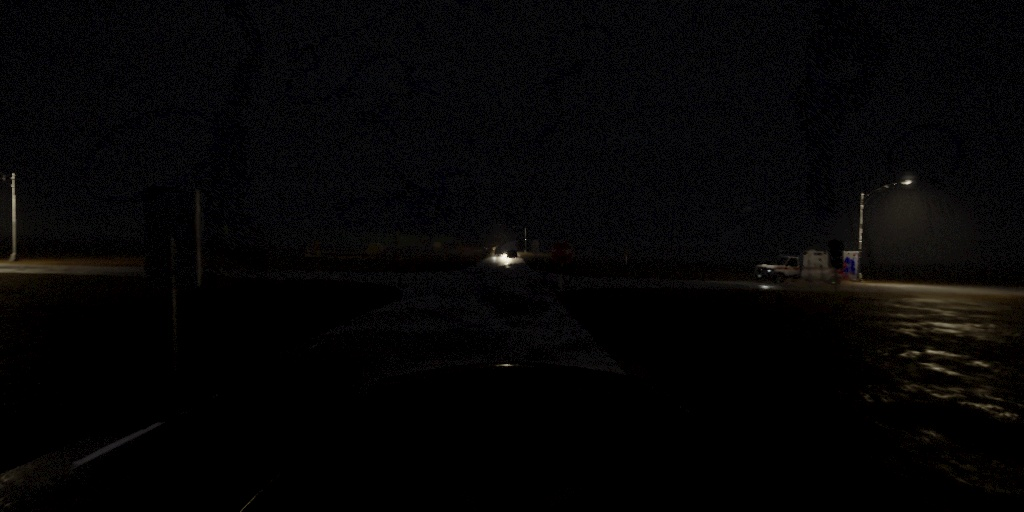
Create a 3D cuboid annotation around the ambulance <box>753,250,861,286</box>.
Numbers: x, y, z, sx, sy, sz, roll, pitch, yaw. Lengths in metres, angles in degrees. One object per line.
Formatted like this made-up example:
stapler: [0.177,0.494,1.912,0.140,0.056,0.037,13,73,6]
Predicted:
ambulance: [21.100,0.824,25.933,6.366,2.431,2.351,1,1,0]
